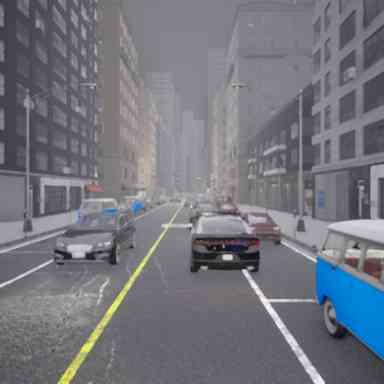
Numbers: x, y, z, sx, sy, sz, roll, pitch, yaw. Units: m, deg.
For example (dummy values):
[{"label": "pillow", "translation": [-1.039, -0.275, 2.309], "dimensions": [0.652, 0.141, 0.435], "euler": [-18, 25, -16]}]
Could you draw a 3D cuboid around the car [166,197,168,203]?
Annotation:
[{"label": "car", "translation": [-5.783, 1.469, 59.003], "dimensions": [1.802, 1.307, 4.206], "euler": [0, 0, 0]}]

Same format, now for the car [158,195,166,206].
[{"label": "car", "translation": [-5.772, 1.462, 53.502], "dimensions": [1.947, 1.339, 4.313], "euler": [0, 0, 0]}]

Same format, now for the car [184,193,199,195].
[{"label": "car", "translation": [-0.117, 1.388, 61.022], "dimensions": [1.837, 1.490, 4.892], "euler": [0, 0, 0]}]

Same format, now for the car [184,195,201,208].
[{"label": "car", "translation": [-0.078, 1.470, 47.293], "dimensions": [1.994, 1.385, 4.181], "euler": [0, 0, 0]}]

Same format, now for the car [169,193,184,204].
[{"label": "car", "translation": [-3.149, 1.232, 62.406], "dimensions": [2.097, 1.767, 4.553], "euler": [0, 0, 0]}]

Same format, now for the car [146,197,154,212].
[{"label": "car", "translation": [-5.740, 1.491, 36.998], "dimensions": [1.947, 1.339, 4.313], "euler": [0, 0, 0]}]

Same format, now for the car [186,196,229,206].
[{"label": "car", "translation": [0.860, 1.307, 20.651], "dimensions": [2.097, 1.767, 4.553], "euler": [0, 0, 0]}]

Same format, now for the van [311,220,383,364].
[{"label": "van", "translation": [2.848, 1.332, 4.006], "dimensions": [1.690, 1.788, 3.998], "euler": [0, 0, 0]}]

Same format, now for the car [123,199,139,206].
[{"label": "car", "translation": [-5.719, 1.496, 25.995], "dimensions": [2.008, 1.369, 4.403], "euler": [0, 0, 0]}]

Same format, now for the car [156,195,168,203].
[{"label": "car", "translation": [-5.794, 1.318, 64.505], "dimensions": [1.967, 1.590, 4.097], "euler": [0, 0, 0]}]

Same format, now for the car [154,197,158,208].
[{"label": "car", "translation": [-5.751, 1.497, 42.500], "dimensions": [1.802, 1.307, 4.206], "euler": [0, 0, 0]}]

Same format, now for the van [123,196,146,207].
[{"label": "van", "translation": [-5.730, 1.276, 31.496], "dimensions": [1.690, 1.788, 3.998], "euler": [0, 0, 0]}]

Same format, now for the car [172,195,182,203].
[{"label": "car", "translation": [-3.132, 1.380, 68.674], "dimensions": [1.837, 1.490, 4.892], "euler": [0, 0, 0]}]

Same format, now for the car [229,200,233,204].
[{"label": "car", "translation": [2.807, 1.527, 26.011], "dimensions": [1.802, 1.307, 4.206], "euler": [0, 0, 0]}]

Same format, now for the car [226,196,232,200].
[{"label": "car", "translation": [2.795, 1.250, 31.512], "dimensions": [2.192, 1.841, 5.009], "euler": [0, 0, 0]}]

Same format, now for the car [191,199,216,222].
[{"label": "car", "translation": [0.848, 1.399, 26.870], "dimensions": [1.801, 1.575, 5.366], "euler": [0, 0, 0]}]

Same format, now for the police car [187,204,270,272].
[{"label": "police car", "translation": [0.879, 1.402, 10.790], "dimensions": [1.930, 1.638, 5.238], "euler": [0, 0, 0]}]

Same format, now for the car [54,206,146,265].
[{"label": "car", "translation": [-3.122, 1.467, 11.594], "dimensions": [2.128, 1.511, 4.902], "euler": [0, 0, 0]}]

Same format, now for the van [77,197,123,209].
[{"label": "van", "translation": [-5.709, 1.298, 20.495], "dimensions": [1.690, 1.788, 3.998], "euler": [0, 0, 0]}]

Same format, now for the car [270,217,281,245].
[{"label": "car", "translation": [2.828, 1.550, 15.009], "dimensions": [1.802, 1.307, 4.206], "euler": [0, 0, 0]}]

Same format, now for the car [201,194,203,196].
[{"label": "car", "translation": [2.753, 1.446, 53.519], "dimensions": [2.008, 1.369, 4.403], "euler": [0, 0, 0]}]
